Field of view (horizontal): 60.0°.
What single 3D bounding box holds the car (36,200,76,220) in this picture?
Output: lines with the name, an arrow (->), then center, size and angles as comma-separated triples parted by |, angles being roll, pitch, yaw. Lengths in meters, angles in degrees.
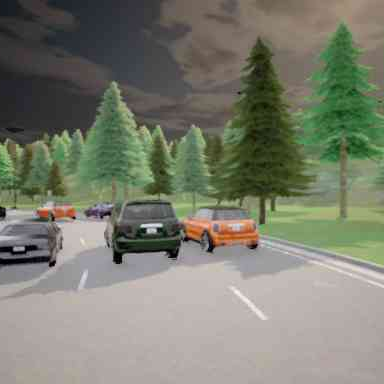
car -> -11.920, 1.524, 29.002 | 2.097, 1.767, 4.553 | 0, 0, -42

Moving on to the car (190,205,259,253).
car -> 0.983, 1.376, 14.258 | 2.097, 1.767, 4.553 | -1, 0, -18

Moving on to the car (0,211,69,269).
car -> -5.554, 1.623, 11.521 | 2.033, 1.411, 5.357 | 0, 0, -18

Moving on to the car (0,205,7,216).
car -> -18.515, 1.711, 30.013 | 5.008, 1.535, 1.882 | -1, -1, 40

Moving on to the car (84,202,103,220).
car -> -8.087, 1.666, 30.015 | 1.812, 1.442, 4.674 | 0, 0, -40

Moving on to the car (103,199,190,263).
car -> -2.009, 1.268, 12.527 | 2.150, 2.045, 5.566 | 0, 0, -17
